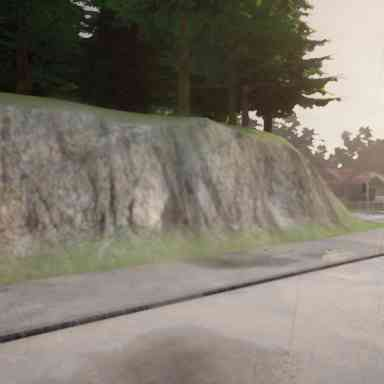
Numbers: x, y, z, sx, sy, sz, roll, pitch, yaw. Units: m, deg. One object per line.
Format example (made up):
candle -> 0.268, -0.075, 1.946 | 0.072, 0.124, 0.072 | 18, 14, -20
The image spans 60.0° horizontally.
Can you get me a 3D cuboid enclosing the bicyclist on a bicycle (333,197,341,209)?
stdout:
bicyclist on a bicycle -> 18.220, 1.403, 41.780 | 1.656, 1.620, 0.582 | 0, 0, -35
